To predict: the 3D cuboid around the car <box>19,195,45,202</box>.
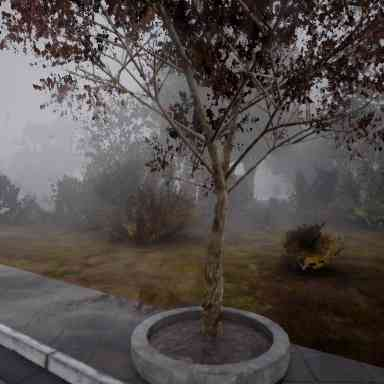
[{"bbox_3d":[-22.105,1.173,44.204,1.837,1.490,4.892,1,1,32],"label":"car"}]
